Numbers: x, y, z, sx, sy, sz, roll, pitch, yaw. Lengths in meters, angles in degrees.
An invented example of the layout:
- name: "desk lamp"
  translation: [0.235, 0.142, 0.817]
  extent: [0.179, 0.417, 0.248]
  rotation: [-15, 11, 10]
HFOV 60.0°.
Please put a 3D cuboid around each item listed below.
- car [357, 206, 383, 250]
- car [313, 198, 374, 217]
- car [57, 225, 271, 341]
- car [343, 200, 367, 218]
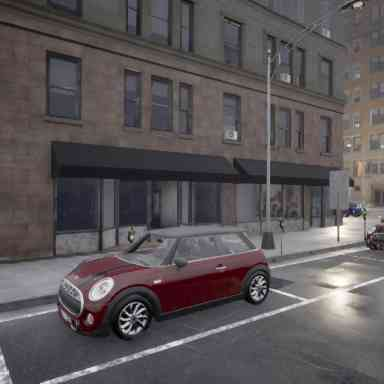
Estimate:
- name: "car"
  translation: [8.516, 1.445, 12.879]
  extent: [4.097, 1.590, 1.967]
  rotation: [0, 0, -36]
- name: "car"
  translation: [14.453, 1.417, 32.055]
  extent: [2.128, 1.511, 4.902]
  rotation: [1, 0, -36]
- name: "car"
  translation: [-0.411, 1.441, 6.473]
  extent: [4.097, 1.590, 1.967]
  rotation: [0, 0, -36]
- name: "car"
  translation: [12.325, 1.124, 29.458]
  extent: [2.150, 2.045, 5.566]
  rotation: [1, 0, -36]
